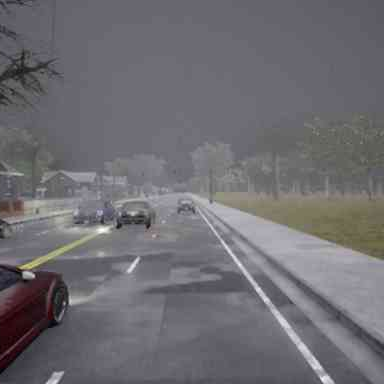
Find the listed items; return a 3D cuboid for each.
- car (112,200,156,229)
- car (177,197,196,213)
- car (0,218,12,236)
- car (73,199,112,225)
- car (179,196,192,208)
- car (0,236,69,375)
[{"bbox_3d":[-3.583,1.370,22.053,2.097,1.767,4.553,-1,0,-1],"label":"car"},{"bbox_3d":[-0.622,1.488,35.620,1.812,1.442,4.674,-1,0,-1],"label":"car"},{"bbox_3d":[-10.135,1.674,15.212,1.994,1.385,4.181,-1,0,-1],"label":"car"},{"bbox_3d":[-7.085,1.410,24.456,2.097,1.767,4.553,-1,0,-1],"label":"car"},{"bbox_3d":[-0.982,1.454,49.321,1.837,1.490,4.892,-1,0,-1],"label":"car"},{"bbox_3d":[-3.201,1.600,4.395,1.994,1.385,4.181,-1,0,-1],"label":"car"}]
